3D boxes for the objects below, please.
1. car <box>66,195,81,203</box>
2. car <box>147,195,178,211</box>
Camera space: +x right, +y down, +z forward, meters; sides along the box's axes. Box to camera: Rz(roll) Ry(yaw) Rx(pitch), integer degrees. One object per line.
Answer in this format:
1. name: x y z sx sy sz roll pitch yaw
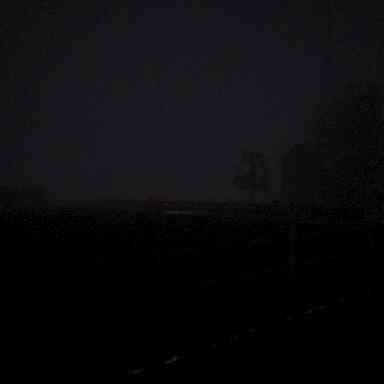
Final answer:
1. car: -29.387 2.113 83.714 1.837 1.490 4.892 0 -1 -36
2. car: -4.060 1.432 44.037 2.150 2.045 5.566 0 -1 -36
